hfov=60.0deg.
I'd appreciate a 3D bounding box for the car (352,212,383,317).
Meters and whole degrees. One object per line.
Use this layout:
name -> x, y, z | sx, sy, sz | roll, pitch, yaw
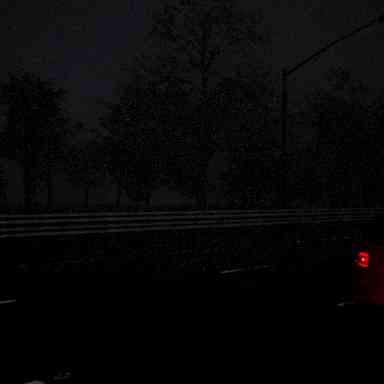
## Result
car -> 5.409, 1.325, 6.211 | 5.566, 2.045, 2.150 | 1, -1, -31
